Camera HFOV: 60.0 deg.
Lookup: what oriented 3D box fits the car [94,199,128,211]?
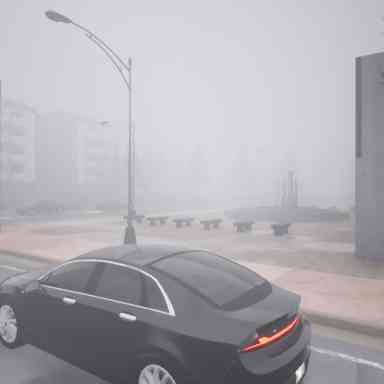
[{"bbox_3d":[-9.670,1.564,40.192,1.994,1.385,4.181,0,0,39],"label":"car"}]

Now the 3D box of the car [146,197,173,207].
[{"bbox_3d":[-4.562,1.505,50.418,4.892,1.490,1.837,0,0,-38],"label":"car"}]

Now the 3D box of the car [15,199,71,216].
[{"bbox_3d":[-14.879,1.505,32.959,1.837,1.490,4.892,0,0,34],"label":"car"}]

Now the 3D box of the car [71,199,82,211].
[{"bbox_3d":[-15.100,1.526,38.817,1.812,1.442,4.674,0,0,36],"label":"car"}]

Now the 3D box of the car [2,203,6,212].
[{"bbox_3d":[-20.246,1.492,31.264,2.128,1.511,4.902,0,0,35],"label":"car"}]

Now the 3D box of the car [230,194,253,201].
[{"bbox_3d":[8.931,1.093,58.277,5.008,1.535,1.882,0,0,-21],"label":"car"}]

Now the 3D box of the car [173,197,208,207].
[{"bbox_3d":[0.169,1.491,49.617,4.902,1.511,2.128,0,0,-34],"label":"car"}]

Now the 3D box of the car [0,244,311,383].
[{"bbox_3d":[-0.922,1.505,4.649,4.892,1.490,1.837,0,0,35],"label":"car"}]
